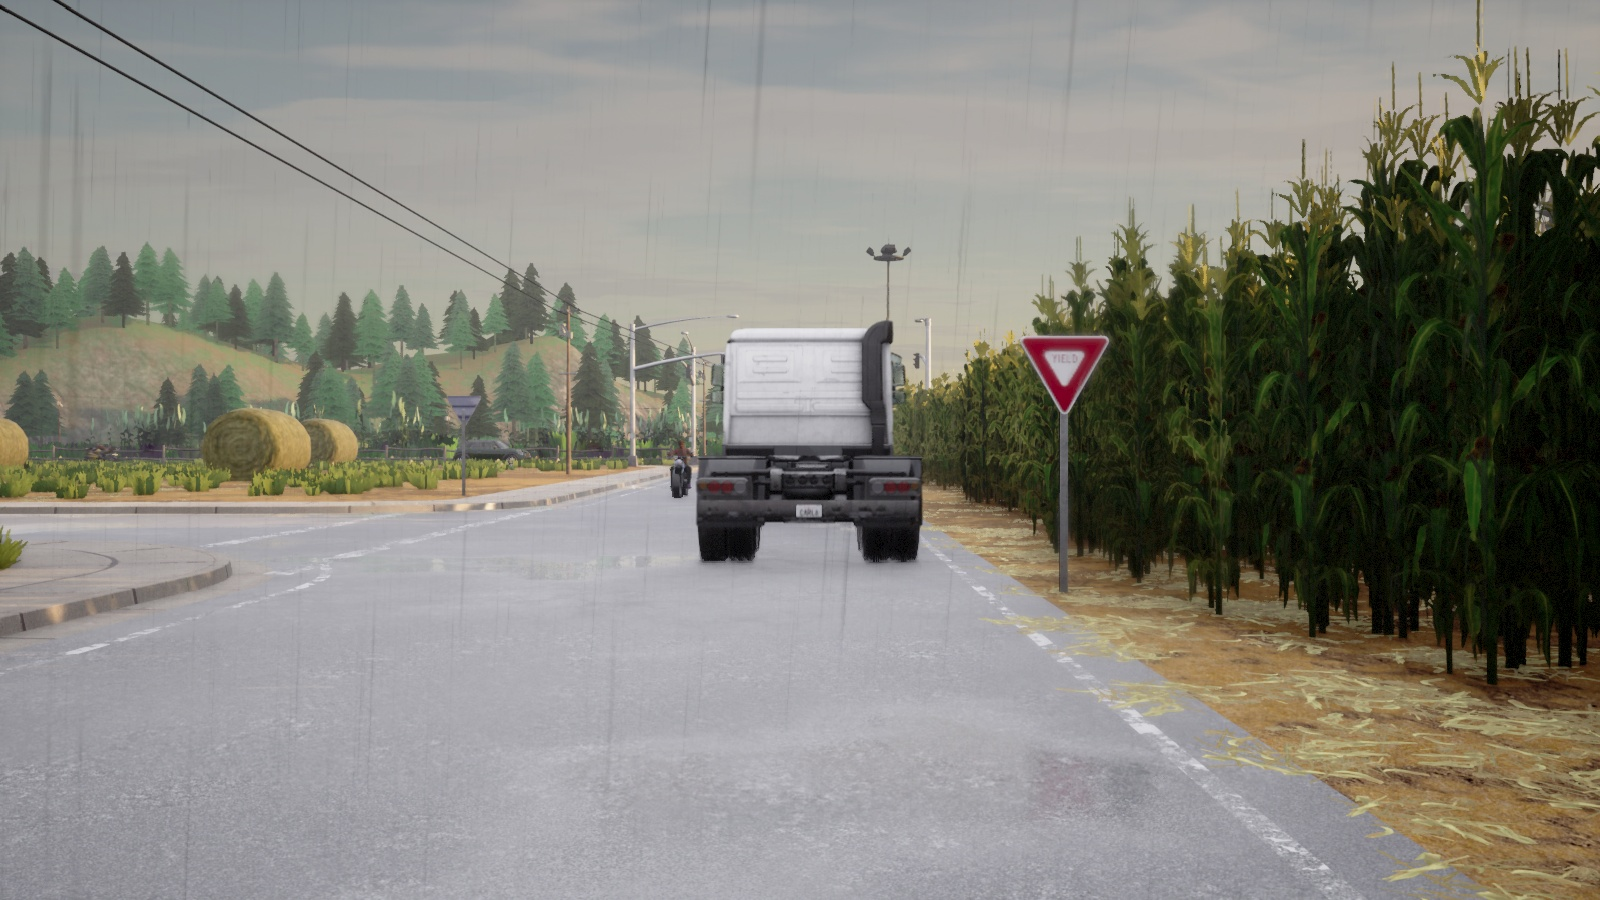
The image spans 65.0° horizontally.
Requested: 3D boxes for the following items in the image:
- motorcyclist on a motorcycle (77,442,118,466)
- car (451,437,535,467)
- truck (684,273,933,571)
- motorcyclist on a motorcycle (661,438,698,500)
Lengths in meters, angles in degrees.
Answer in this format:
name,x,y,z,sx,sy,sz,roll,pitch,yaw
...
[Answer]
name,x,y,z,sx,sy,sz,roll,pitch,yaw
motorcyclist on a motorcycle,-45.445,0.251,81.278,2.191,1.530,0.866,0,0,3
car,-18.604,0.125,76.230,4.553,1.767,2.097,0,0,3
truck,0.123,-0.343,18.602,2.891,3.462,7.936,0,0,0
motorcyclist on a motorcycle,-3.287,0.500,34.474,0.766,1.649,2.350,0,0,0
